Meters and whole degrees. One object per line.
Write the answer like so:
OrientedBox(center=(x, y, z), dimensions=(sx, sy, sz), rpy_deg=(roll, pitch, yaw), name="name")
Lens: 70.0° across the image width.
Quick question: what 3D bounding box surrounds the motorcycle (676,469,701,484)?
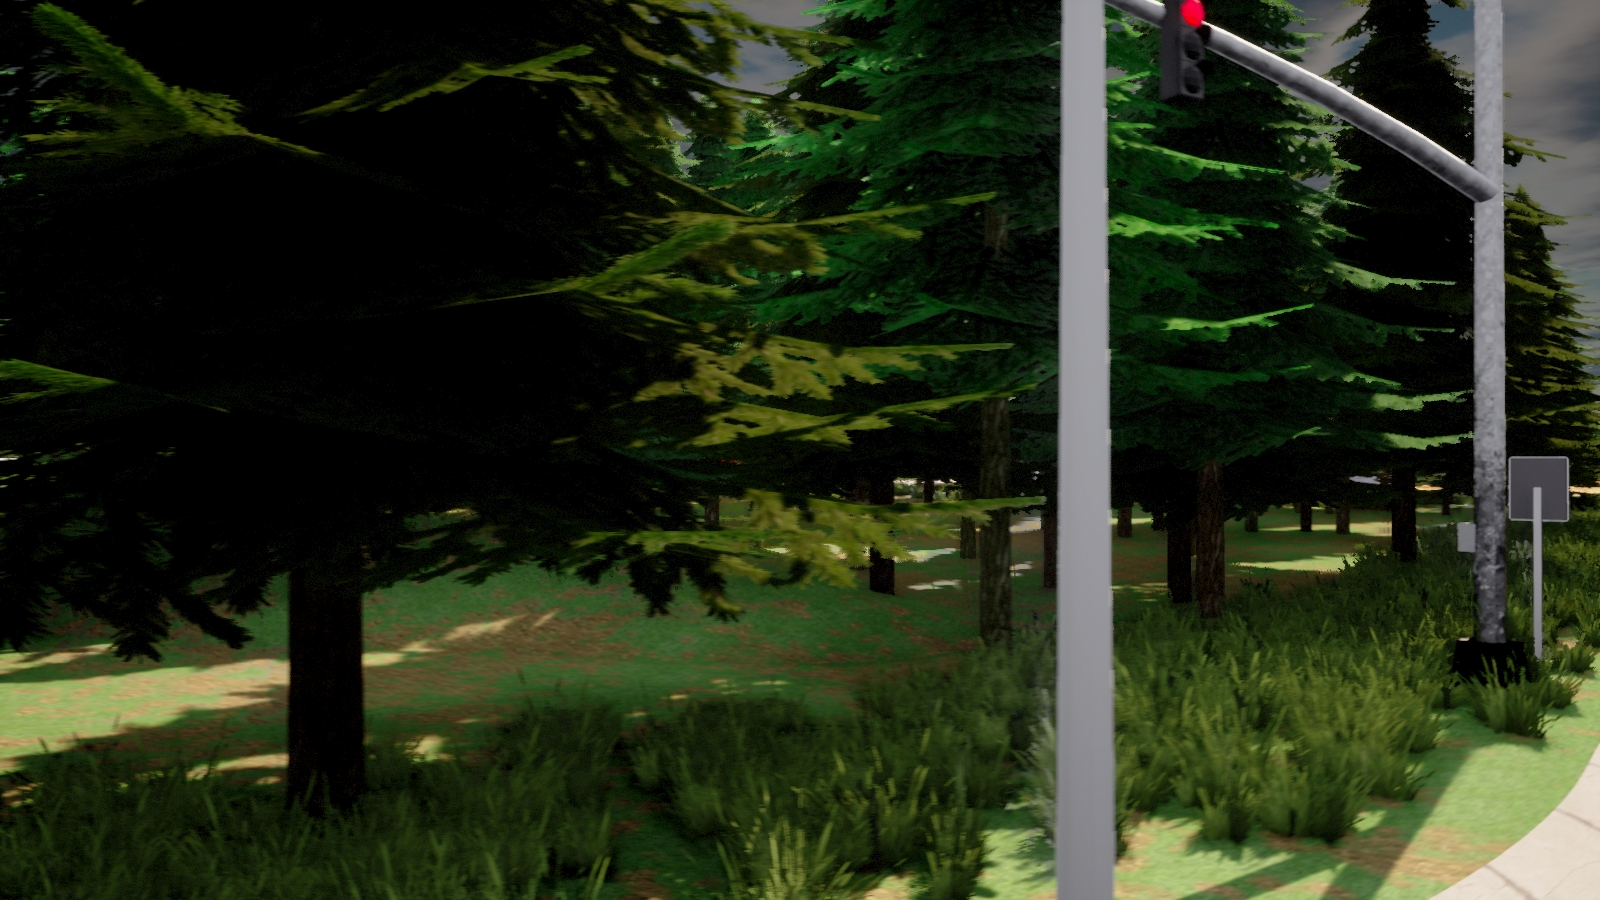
OrientedBox(center=(-9.700, 2.330, 99.294), dimensions=(2.209, 1.251, 0.867), rpy_deg=(0, 0, 39), name="motorcycle")
